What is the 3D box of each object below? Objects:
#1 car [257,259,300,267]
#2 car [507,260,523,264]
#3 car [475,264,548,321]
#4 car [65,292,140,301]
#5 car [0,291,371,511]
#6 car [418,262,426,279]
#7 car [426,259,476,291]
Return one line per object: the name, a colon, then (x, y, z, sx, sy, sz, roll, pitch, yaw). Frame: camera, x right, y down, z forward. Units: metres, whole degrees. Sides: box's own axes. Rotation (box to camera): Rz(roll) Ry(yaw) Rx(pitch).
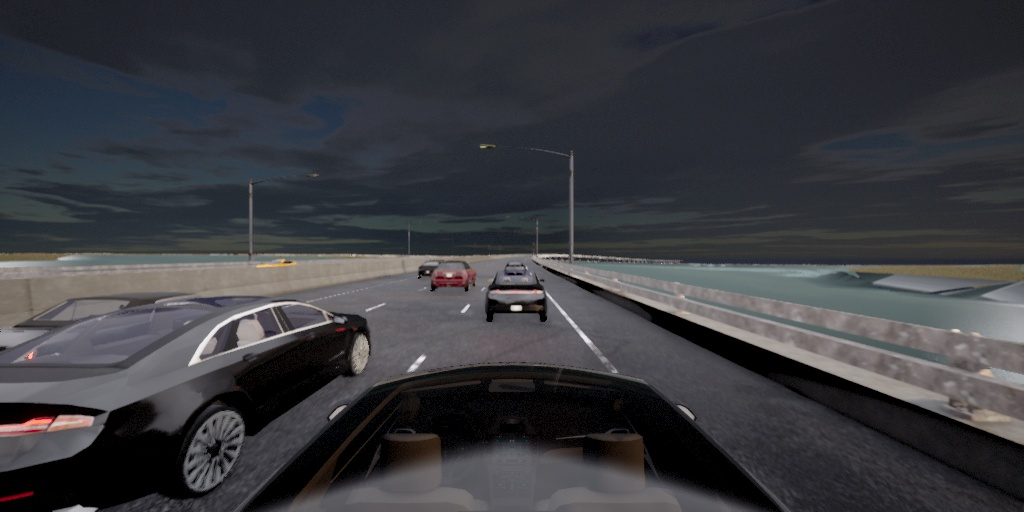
car: (-24.254, 1.108, 37.361, 1.882, 1.535, 5.008, 0, 0, 1)
car: (0.287, 1.135, 31.909, 2.128, 1.511, 4.902, 0, 0, 1)
car: (0.131, 1.207, 12.259, 2.128, 1.511, 4.902, 0, 0, 0)
car: (-6.889, 1.334, 6.961, 1.895, 1.301, 4.718, 0, 0, 0)
car: (-3.393, 1.233, 4.421, 2.128, 1.511, 4.902, 0, 0, 0)
car: (-6.722, 1.124, 31.227, 1.882, 1.535, 5.008, 0, 0, 1)
car: (-3.315, 1.036, 21.149, 2.097, 1.767, 4.553, 0, 0, 0)
